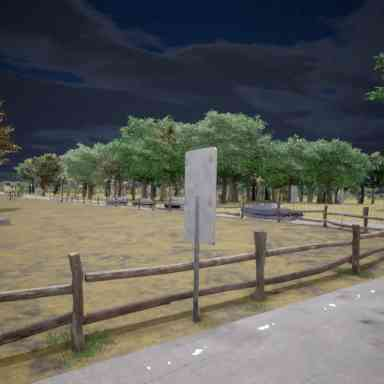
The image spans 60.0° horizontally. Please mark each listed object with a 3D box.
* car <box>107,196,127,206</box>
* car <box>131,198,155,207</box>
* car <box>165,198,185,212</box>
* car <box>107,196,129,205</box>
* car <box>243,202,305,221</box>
[{"bbox_3d":[-12.407,1.550,54.333,2.033,1.411,5.357,2,-1,-35],"label":"car"},{"bbox_3d":[-7.719,1.629,52.583,2.033,1.411,5.357,2,-1,-35],"label":"car"},{"bbox_3d":[-1.262,1.506,38.544,2.128,1.511,4.902,2,-1,-35],"label":"car"},{"bbox_3d":[-13.569,1.554,60.701,2.128,1.511,4.902,2,-1,-35],"label":"car"},{"bbox_3d":[6.616,1.568,27.487,2.033,1.411,5.357,2,-1,-35],"label":"car"}]
